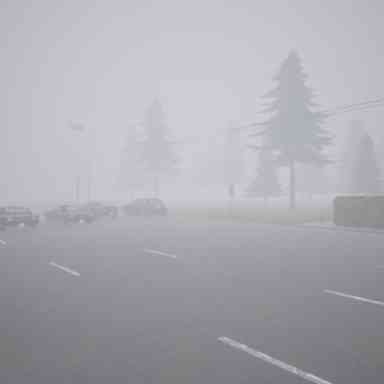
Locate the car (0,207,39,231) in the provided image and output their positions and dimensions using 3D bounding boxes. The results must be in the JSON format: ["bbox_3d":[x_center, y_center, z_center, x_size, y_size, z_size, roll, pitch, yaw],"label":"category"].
[{"bbox_3d":[-11.162,1.557,20.593,1.895,1.301,4.718,0,0,-42],"label":"car"}]

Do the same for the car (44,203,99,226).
[{"bbox_3d":[-8.572,1.546,22.948,1.895,1.301,4.718,0,0,-42],"label":"car"}]

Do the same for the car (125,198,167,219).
[{"bbox_3d":[-4.194,1.275,28.536,2.097,1.767,4.553,0,0,-42],"label":"car"}]

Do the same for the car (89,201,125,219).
[{"bbox_3d":[-7.720,1.458,27.192,1.812,1.442,4.674,0,0,-42],"label":"car"}]
